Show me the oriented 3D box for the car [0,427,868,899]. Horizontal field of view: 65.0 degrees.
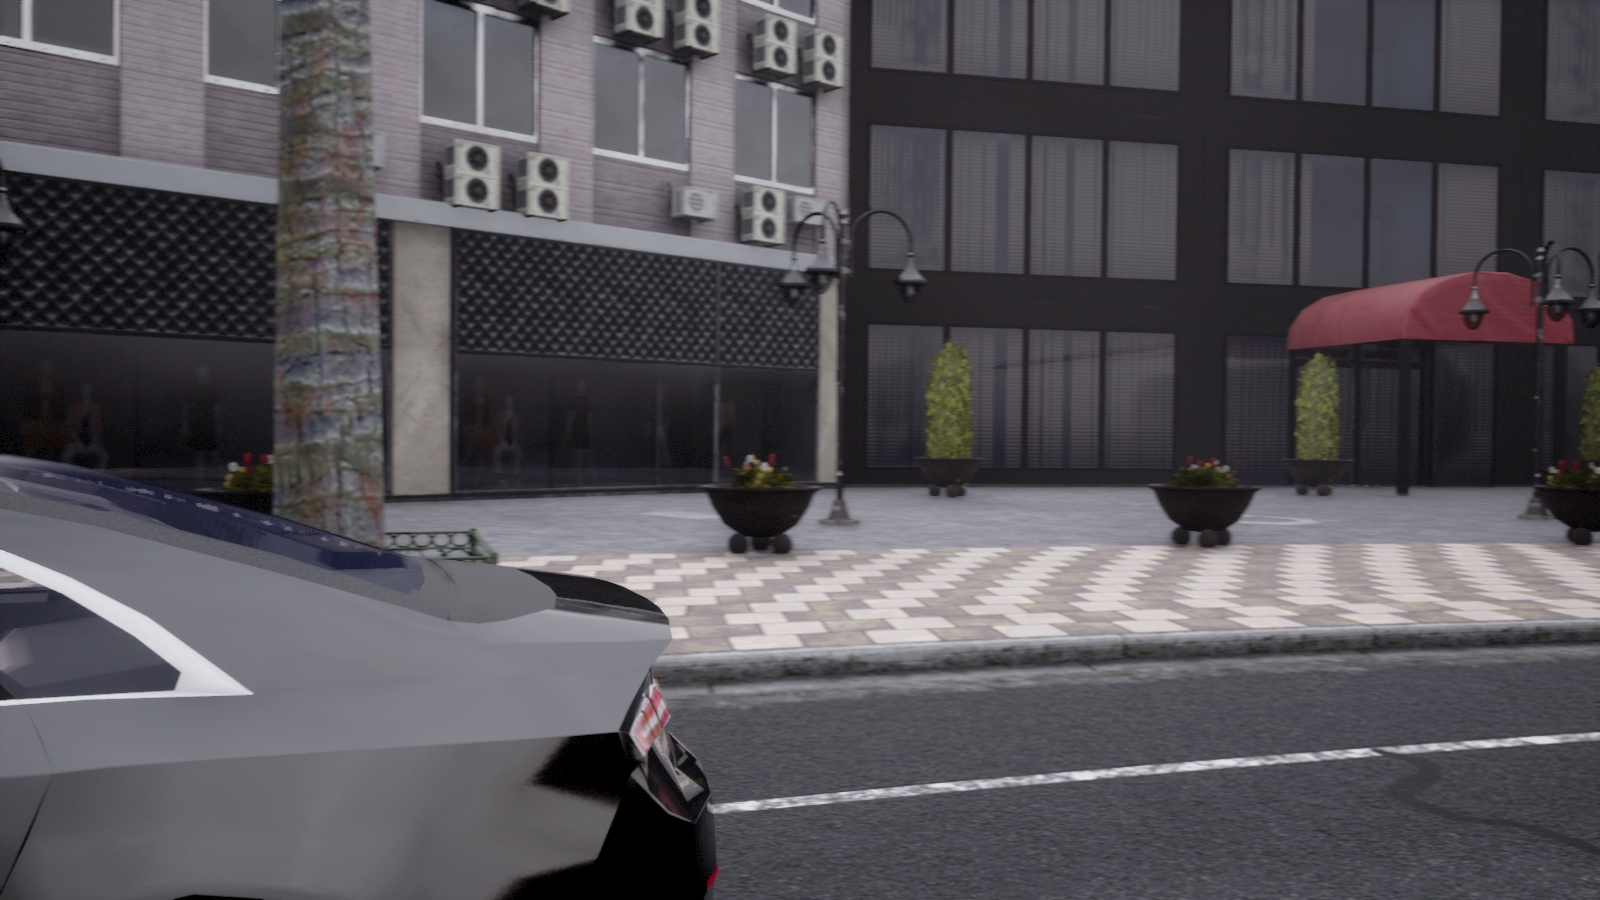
[{"bbox_3d":[-2.554,0.742,2.233,4.902,1.511,2.128,-1,1,-22],"label":"car"}]
